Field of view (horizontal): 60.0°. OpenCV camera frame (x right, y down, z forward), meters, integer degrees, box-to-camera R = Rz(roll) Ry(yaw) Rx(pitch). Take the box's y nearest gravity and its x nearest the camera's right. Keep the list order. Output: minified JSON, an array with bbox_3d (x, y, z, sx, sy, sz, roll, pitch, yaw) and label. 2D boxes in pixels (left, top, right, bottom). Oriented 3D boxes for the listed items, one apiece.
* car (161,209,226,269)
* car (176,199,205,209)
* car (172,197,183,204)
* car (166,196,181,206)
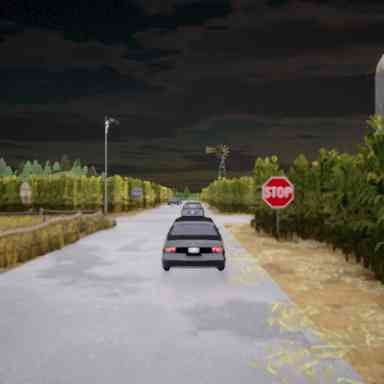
[{"bbox_3d":[0.062,1.519,10.966,2.033,1.411,5.357,0,0,0],"label":"car"},{"bbox_3d":[0.058,1.533,26.533,2.033,1.411,5.357,-1,0,0],"label":"car"},{"bbox_3d":[-3.090,1.829,70.752,2.128,1.511,4.902,0,-1,0],"label":"car"},{"bbox_3d":[-3.157,1.514,55.490,1.837,1.490,4.892,0,-1,0],"label":"car"}]
